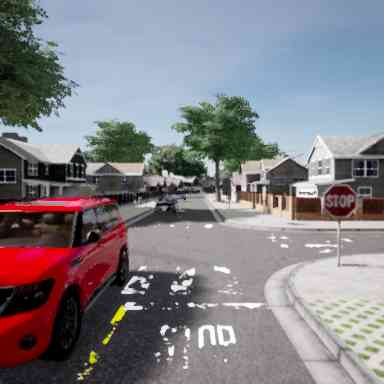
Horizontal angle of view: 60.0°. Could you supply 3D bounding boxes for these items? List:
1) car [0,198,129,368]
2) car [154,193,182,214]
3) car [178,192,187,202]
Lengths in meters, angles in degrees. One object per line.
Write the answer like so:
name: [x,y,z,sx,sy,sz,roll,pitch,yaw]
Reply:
car: [-2.656,1.169,6.188,2.150,2.045,5.566,0,1,1]
car: [-2.286,1.159,30.238,2.128,1.511,4.902,0,1,1]
car: [-1.901,0.792,55.134,1.812,1.442,4.674,0,1,1]
